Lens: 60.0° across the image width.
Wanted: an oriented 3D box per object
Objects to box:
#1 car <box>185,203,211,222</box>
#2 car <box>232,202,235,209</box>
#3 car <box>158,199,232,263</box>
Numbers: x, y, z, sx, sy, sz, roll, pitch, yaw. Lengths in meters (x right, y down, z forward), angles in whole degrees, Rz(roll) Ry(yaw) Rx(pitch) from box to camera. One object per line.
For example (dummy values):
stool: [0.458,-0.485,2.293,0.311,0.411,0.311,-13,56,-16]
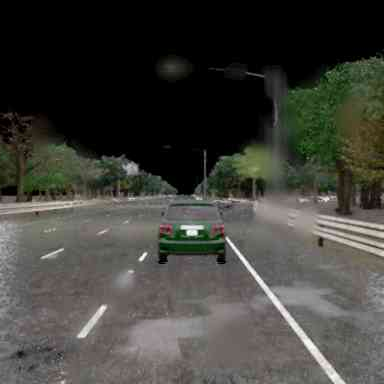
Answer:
car: [0.588,1.699,28.686,1.812,1.442,4.674,0,0,6]
car: [4.910,1.808,47.997,1.812,1.442,4.674,0,-1,19]
car: [0.003,1.293,12.342,2.150,2.045,5.566,0,0,0]
